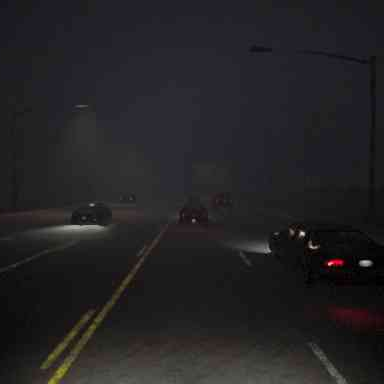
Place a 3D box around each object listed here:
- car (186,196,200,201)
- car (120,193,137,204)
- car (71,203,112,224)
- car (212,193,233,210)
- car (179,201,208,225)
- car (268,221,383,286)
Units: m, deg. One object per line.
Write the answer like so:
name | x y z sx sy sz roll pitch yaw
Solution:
car | 0.124 1.267 46.833 1.882 1.535 5.008 0 1 0
car | -10.500 1.005 54.884 2.097 1.767 4.553 0 1 1
car | -7.082 1.501 23.798 1.994 1.385 4.181 0 0 0
car | 3.621 1.088 39.981 2.150 2.045 5.566 0 0 0
car | 0.112 1.539 23.432 1.895 1.301 4.718 0 0 0
car | 3.606 1.522 9.406 2.033 1.411 5.357 0 0 0
